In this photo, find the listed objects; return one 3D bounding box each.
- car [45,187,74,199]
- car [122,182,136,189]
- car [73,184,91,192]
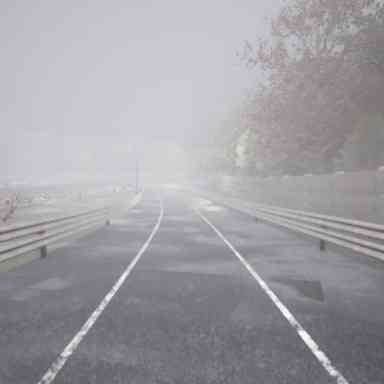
[{"bbox_3d":[-21.632,0.440,53.457,1.812,1.442,4.674,1,4,18],"label":"car"},{"bbox_3d":[-15.660,-1.668,82.877,1.882,1.535,5.008,1,4,18],"label":"car"},{"bbox_3d":[-23.392,-0.902,70.610,2.097,1.767,4.553,1,4,18],"label":"car"}]
